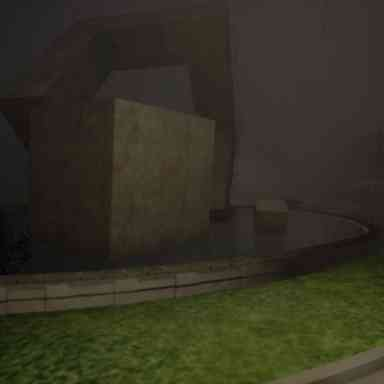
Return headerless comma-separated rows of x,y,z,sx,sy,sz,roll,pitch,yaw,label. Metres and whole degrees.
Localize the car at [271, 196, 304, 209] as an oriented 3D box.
9.864,1.143,37.016,4.718,1.301,1.895,1,1,43,car
